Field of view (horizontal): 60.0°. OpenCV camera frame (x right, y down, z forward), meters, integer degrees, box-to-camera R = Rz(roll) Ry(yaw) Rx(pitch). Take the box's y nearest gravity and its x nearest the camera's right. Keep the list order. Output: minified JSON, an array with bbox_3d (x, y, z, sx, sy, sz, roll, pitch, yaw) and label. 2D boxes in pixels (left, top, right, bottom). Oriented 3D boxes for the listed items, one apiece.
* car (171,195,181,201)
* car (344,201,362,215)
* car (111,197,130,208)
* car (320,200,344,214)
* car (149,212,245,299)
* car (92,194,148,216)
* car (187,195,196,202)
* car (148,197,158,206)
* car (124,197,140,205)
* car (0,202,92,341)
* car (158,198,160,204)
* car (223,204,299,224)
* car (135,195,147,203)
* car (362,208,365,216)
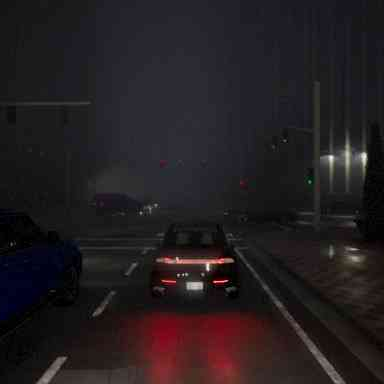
[{"bbox_3d":[-3.634,1.374,76.048,1.812,1.442,4.674,0,0,0],"label":"car"},{"bbox_3d":[17.480,1.519,31.422,4.892,1.490,1.837,0,0,-1],"label":"car"},{"bbox_3d":[-10.687,1.549,50.221,1.812,1.442,4.674,0,0,0],"label":"car"},{"bbox_3d":[15.232,1.579,34.896,4.181,1.385,1.994,0,0,-1],"label":"car"},{"bbox_3d":[0.078,1.495,8.468,2.128,1.511,4.902,0,0,1],"label":"car"},{"bbox_3d":[-7.354,1.236,33.005,2.150,2.045,5.566,1,1,38],"label":"car"},{"bbox_3d":[-0.133,1.463,75.514,1.837,1.490,4.892,0,0,0],"label":"car"},{"bbox_3d":[-7.182,1.530,53.990,1.837,1.490,4.892,0,0,0],"label":"car"},{"bbox_3d":[-10.674,1.628,59.330,1.895,1.301,4.718,0,0,0],"label":"car"},{"bbox_3d":[-3.451,1.224,4.836,2.150,2.045,5.566,0,0,1],"label":"car"},{"bbox_3d":[-7.168,1.593,62.898,1.994,1.385,4.181,0,0,0],"label":"car"},{"bbox_3d":[4.814,1.558,24.070,5.357,1.411,2.033,0,0,-1],"label":"car"},{"bbox_3d":[-10.623,1.510,69.772,1.882,1.535,5.008,0,0,0],"label":"car"},{"bbox_3d":[17.348,1.504,27.720,4.902,1.511,2.128,0,0,-1],"label":"car"}]
